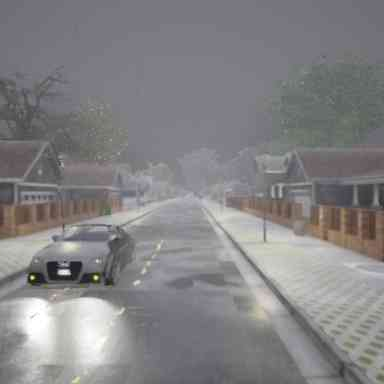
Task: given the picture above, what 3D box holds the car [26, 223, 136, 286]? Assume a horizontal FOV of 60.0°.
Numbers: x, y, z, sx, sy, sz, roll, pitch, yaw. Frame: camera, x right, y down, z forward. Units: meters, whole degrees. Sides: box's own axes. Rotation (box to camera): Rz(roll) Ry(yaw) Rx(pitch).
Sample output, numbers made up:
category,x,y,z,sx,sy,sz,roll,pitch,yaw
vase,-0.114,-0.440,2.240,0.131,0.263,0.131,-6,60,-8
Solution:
category,x,y,z,sx,sy,sz,roll,pitch,yaw
car,-2.839,1.599,9.383,1.994,1.385,4.181,0,0,0
